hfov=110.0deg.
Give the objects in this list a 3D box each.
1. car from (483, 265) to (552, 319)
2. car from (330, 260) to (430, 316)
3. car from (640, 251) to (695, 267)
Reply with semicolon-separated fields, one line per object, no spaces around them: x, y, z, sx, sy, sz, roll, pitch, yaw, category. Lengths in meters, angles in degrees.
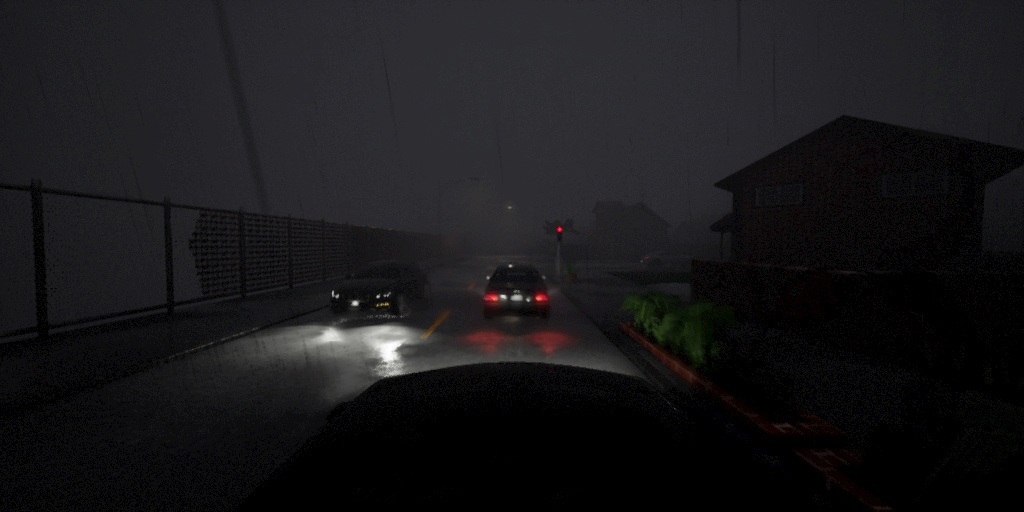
0.134;0.978;11.146;2.033;1.411;5.357;0;2;0;car
-4.031;0.920;11.691;1.837;1.490;4.892;0;1;1;car
13.898;0.251;31.948;4.674;1.442;1.812;0;2;2;car
